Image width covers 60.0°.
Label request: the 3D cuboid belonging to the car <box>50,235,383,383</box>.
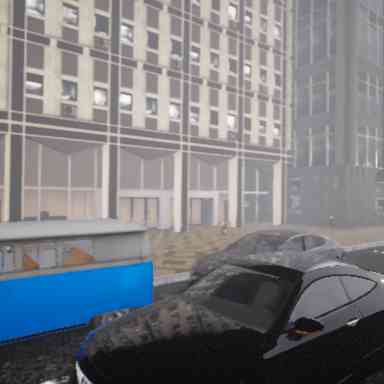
[{"bbox_3d":[0.983,1.552,4.080,4.674,1.442,1.812,1,0,-35],"label":"car"}]

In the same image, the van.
[{"bbox_3d":[-2.505,1.347,4.942,3.998,1.788,1.690,1,0,-35],"label":"van"}]

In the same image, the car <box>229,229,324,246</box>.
[{"bbox_3d":[2.020,1.621,8.170,4.313,1.339,1.947,1,0,-35],"label":"car"}]
